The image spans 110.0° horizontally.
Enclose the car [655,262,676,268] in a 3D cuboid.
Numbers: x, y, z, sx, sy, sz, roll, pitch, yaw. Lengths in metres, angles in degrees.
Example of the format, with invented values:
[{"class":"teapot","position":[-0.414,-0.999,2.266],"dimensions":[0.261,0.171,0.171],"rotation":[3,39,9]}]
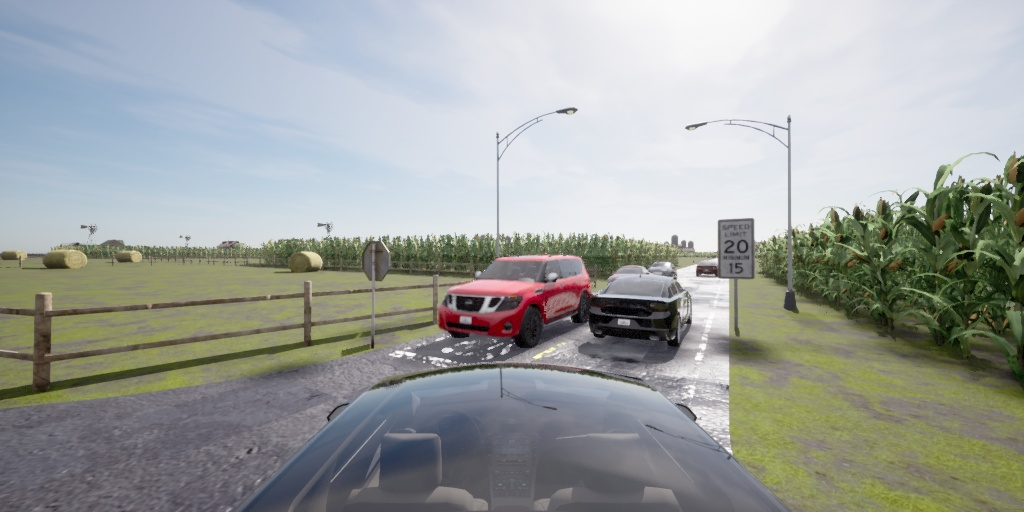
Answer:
[{"class":"car","position":[12.353,1.259,29.505],"dimensions":[2.128,1.511,4.902],"rotation":[0,0,31]}]

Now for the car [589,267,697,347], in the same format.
[{"class":"car","position":[3.618,1.231,9.601],"dimensions":[1.882,1.535,5.008],"rotation":[0,0,31]}]

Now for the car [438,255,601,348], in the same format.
[{"class":"car","position":[0.457,0.984,9.889],"dimensions":[2.150,2.045,5.566],"rotation":[0,0,31]}]

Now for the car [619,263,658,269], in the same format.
[{"class":"car","position":[6.778,1.293,20.320],"dimensions":[1.812,1.442,4.674],"rotation":[0,0,31]}]

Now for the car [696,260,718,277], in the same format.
[{"class":"car","position":[19.753,1.229,36.133],"dimensions":[1.882,1.535,5.008],"rotation":[0,0,32]}]
